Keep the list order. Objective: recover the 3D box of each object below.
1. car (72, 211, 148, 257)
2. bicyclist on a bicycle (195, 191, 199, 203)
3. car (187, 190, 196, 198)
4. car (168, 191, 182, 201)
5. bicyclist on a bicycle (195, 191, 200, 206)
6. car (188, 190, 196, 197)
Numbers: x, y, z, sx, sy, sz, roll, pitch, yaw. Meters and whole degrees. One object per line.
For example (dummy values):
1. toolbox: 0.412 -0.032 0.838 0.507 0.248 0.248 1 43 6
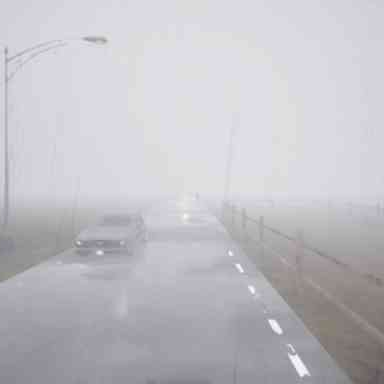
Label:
1. car: -2.850 1.475 12.929 2.033 1.411 5.357 0 0 0
2. bicyclist on a bicycle: 0.757 0.754 51.171 0.659 1.776 1.843 0 1 0
3. car: 0.034 0.516 68.632 1.812 1.442 4.674 0 1 1
4. car: -2.797 0.631 56.146 2.097 1.767 4.553 0 1 1
5. bicyclist on a bicycle: 0.756 0.928 41.964 0.659 1.776 1.843 0 1 0
6. car: 0.000 0.263 78.087 1.812 1.442 4.674 0 2 0
